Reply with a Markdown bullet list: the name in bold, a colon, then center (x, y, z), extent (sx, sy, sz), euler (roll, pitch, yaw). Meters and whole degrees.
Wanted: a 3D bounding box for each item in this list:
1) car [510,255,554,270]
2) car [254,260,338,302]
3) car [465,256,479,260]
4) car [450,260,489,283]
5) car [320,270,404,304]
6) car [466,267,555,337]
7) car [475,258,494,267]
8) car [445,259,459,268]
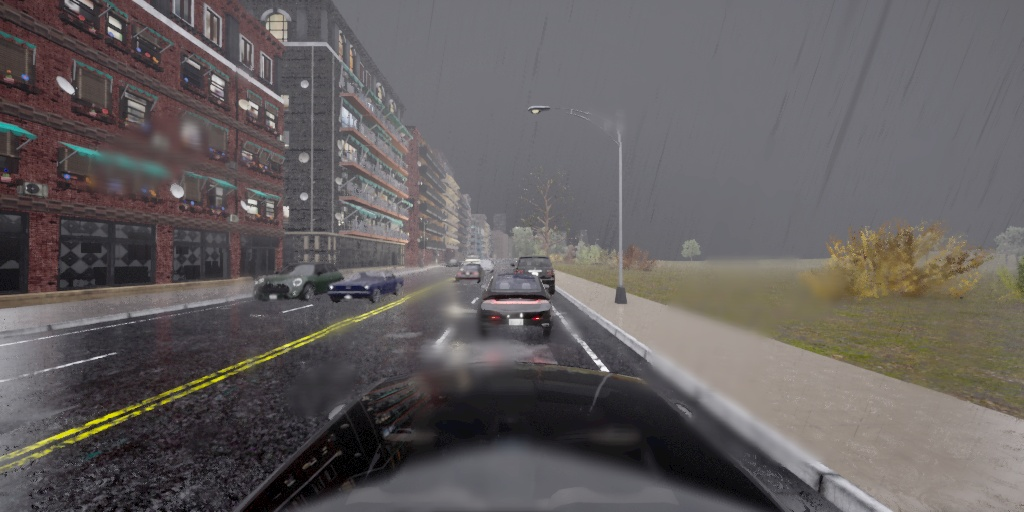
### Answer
- **car**: center (1.125, 0.977, 20.199), extent (2.150, 2.045, 5.566), euler (0, 0, 0)
- **car**: center (-9.861, 1.104, 17.037), extent (2.097, 1.767, 4.553), euler (0, 0, 0)
- **car**: center (-6.617, 0.974, 60.498), extent (2.150, 2.045, 5.566), euler (0, 0, 0)
- **car**: center (-3.177, 1.300, 28.029), extent (2.033, 1.411, 5.357), euler (0, 0, 0)
- **car**: center (-6.609, 1.353, 16.680), extent (1.895, 1.301, 4.718), euler (0, 0, 0)
- **car**: center (0.094, 1.243, 10.329), extent (2.128, 1.511, 4.902), euler (0, 0, 0)
- **car**: center (-3.177, 1.277, 44.055), extent (1.812, 1.442, 4.674), euler (0, 0, 0)
- **car**: center (-9.867, 1.227, 59.889), extent (1.882, 1.535, 5.008), euler (0, 0, 0)
